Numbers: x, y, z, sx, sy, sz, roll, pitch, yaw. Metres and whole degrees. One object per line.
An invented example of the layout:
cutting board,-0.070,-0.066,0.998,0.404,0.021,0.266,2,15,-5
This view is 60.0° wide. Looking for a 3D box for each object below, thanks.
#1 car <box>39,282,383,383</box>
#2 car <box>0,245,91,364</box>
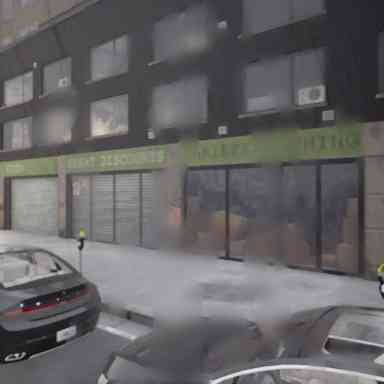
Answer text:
car,1.145,1.551,2.269,4.403,1.369,2.008,0,0,35
car,-3.363,1.550,5.461,4.403,1.369,2.008,0,0,35
